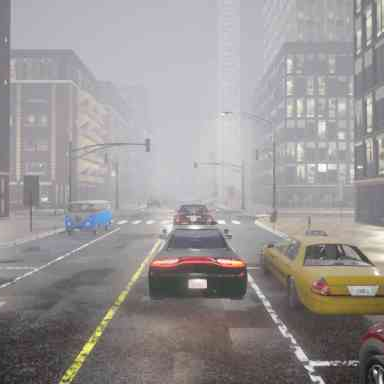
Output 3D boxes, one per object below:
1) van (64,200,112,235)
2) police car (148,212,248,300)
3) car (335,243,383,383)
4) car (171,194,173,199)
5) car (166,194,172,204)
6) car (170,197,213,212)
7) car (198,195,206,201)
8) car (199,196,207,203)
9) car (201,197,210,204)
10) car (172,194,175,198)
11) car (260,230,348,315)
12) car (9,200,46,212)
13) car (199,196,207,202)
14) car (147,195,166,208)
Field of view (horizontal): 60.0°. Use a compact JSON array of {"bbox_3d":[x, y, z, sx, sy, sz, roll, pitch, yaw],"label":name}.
[{"bbox_3d":[-5.660,1.358,18.453,1.690,1.788,3.998,1,0,0],"label":"van"},{"bbox_3d":[0.102,1.509,8.506,2.038,1.542,4.974,0,0,0],"label":"police car"},{"bbox_3d":[2.706,1.441,1.883,1.967,1.590,4.097,1,0,0],"label":"car"},{"bbox_3d":[-5.688,1.761,73.508,1.802,1.307,4.206,0,0,0],"label":"car"},{"bbox_3d":[-5.688,1.720,67.846,1.947,1.339,4.313,0,0,0],"label":"car"},{"bbox_3d":[0.085,1.369,18.616,2.097,1.767,4.553,0,0,0],"label":"car"},{"bbox_3d":[2.692,1.705,90.499,1.967,1.590,4.097,0,0,0],"label":"car"},{"bbox_3d":[2.692,1.733,79.342,1.752,1.417,4.829,0,0,0],"label":"car"},{"bbox_3d":[2.693,1.680,68.017,1.752,1.417,4.829,0,0,0],"label":"car"},{"bbox_3d":[-5.688,1.647,79.172,1.967,1.590,4.097,0,0,0],"label":"car"},{"bbox_3d":[2.707,1.529,7.577,1.752,1.417,4.829,1,0,0],"label":"car"},{"bbox_3d":[-19.056,1.538,37.861,4.507,1.381,1.887,0,-1,0],"label":"car"},{"bbox_3d":[2.691,1.802,84.835,1.947,1.339,4.313,0,0,0],"label":"car"},{"bbox_3d":[-5.684,1.408,50.859,2.192,1.841,5.009,0,0,0],"label":"car"}]
